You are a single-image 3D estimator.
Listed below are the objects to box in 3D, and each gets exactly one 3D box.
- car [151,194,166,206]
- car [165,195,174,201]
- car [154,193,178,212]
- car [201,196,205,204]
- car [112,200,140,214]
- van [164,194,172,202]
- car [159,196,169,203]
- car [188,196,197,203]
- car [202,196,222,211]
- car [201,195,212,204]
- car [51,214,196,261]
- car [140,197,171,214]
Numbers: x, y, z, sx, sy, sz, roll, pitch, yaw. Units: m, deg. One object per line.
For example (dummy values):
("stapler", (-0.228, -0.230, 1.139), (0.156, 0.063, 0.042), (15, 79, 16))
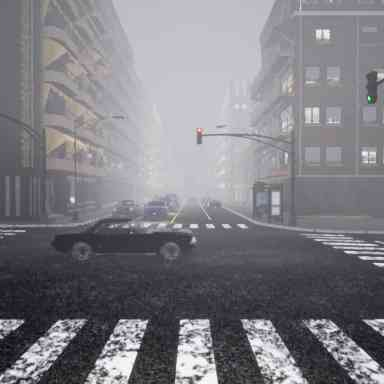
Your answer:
("car", (-5.708, 1.313, 57.458), (2.192, 1.841, 5.009), (0, 0, 0))
("car", (-5.713, 1.546, 85.652), (2.008, 1.369, 4.403), (0, 0, 0))
("car", (-3.097, 1.350, 38.974), (2.097, 1.767, 4.553), (0, 0, 0))
("car", (2.677, 1.542, 46.177), (1.887, 1.381, 4.507), (0, 0, 0))
("car", (-5.700, 1.438, 29.265), (1.967, 1.590, 4.097), (0, 0, 0))
("van", (-5.712, 1.337, 80.014), (1.690, 1.788, 3.998), (0, 0, 0))
("car", (-5.709, 1.523, 68.566), (1.752, 1.417, 4.829), (0, 0, 0))
("car", (0.082, 1.561, 69.764), (1.994, 1.385, 4.181), (0, 0, 0))
("car", (2.678, 1.548, 40.539), (2.008, 1.369, 4.403), (0, 0, 0))
("car", (2.672, 1.437, 63.094), (1.967, 1.590, 4.097), (0, 0, 0))
("car", (-2.223, 1.600, 11.663), (4.718, 1.301, 1.895), (0, 0, -1))
("car", (-3.095, 1.475, 29.347), (1.882, 1.535, 5.008), (0, 0, -1))
